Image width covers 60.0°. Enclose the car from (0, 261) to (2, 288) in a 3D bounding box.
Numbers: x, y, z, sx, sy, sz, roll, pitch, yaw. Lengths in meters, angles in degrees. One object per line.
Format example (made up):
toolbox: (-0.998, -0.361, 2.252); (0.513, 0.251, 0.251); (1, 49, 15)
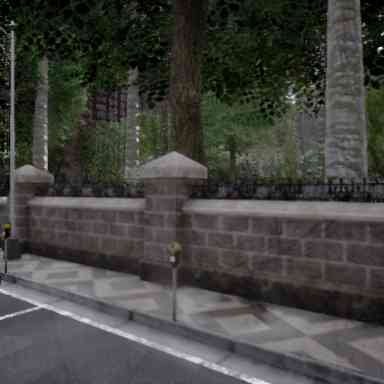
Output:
car: (-5.833, 1.539, 7.122); (4.507, 1.381, 1.887); (0, 0, 35)
